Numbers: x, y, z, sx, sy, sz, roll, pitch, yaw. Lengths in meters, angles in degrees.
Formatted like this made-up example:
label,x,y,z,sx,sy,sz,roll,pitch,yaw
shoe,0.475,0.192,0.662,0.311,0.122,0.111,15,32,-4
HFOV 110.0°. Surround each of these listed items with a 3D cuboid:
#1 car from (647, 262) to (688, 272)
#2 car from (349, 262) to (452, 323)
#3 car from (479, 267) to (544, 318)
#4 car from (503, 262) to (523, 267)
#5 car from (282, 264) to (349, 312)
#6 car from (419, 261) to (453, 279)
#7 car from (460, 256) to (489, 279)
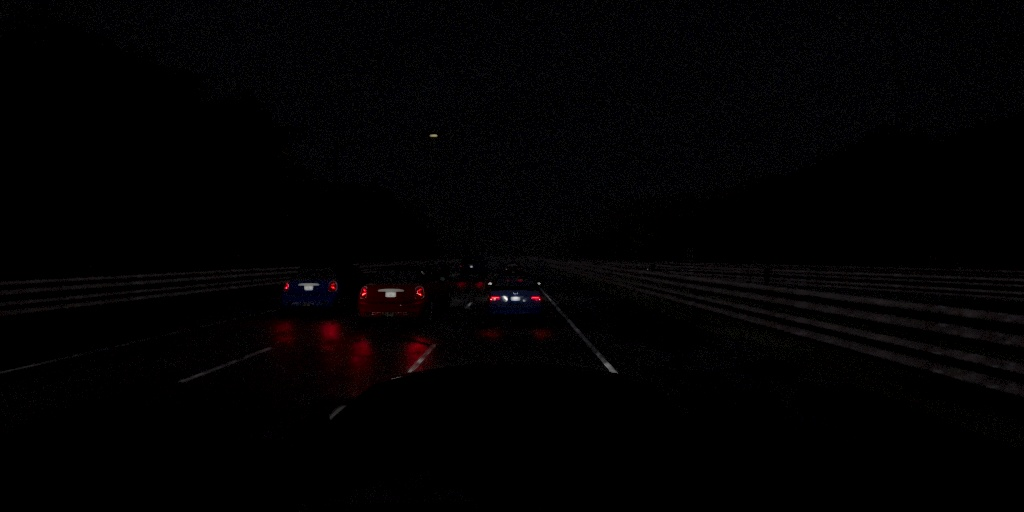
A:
label,x,y,z,sx,sy,sz,roll,pitch,yaw
car,15.934,1.381,37.095,2.163,1.488,4.792,0,0,-16
car,-3.398,1.103,12.187,2.097,1.767,4.553,0,0,0
car,0.103,1.299,13.019,2.033,1.411,5.357,0,0,0
car,0.109,1.285,34.377,1.812,1.442,4.674,0,0,0
car,-6.898,1.106,14.292,2.097,1.767,4.553,0,0,0
car,-6.893,1.251,33.239,2.128,1.511,4.902,0,0,0
car,-3.397,0.980,32.690,2.150,2.045,5.566,0,0,0
